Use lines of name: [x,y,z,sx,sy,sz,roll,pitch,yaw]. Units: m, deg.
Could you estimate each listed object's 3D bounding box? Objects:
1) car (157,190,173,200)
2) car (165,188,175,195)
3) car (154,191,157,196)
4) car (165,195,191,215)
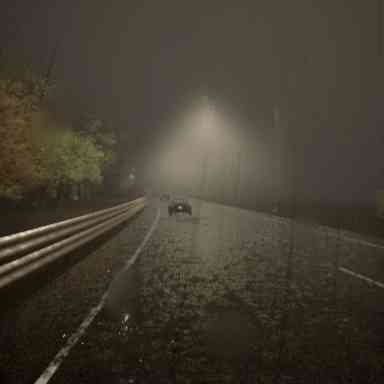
car: [-5.186,0.785,62.790,1.837,1.490,4.892,0,1,-8]
car: [-5.615,0.453,89.719,1.812,1.442,4.674,0,1,-8]
car: [-9.789,0.412,94.167,1.812,1.442,4.674,0,1,-8]
car: [-1.147,1.241,29.769,1.994,1.385,4.181,0,1,-5]
